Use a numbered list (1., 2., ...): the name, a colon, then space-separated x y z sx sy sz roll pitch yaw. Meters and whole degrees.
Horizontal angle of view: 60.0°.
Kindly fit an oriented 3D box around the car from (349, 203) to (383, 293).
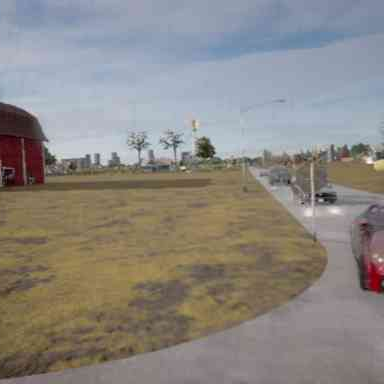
1. car: 4.384 0.943 6.748 1.994 1.385 4.181 -1 4 21

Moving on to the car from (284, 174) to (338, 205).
1. car: 7.151 -0.158 20.078 2.033 1.411 5.357 -2 4 9

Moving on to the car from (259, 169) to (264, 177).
1. car: 13.380 -3.520 61.020 1.812 1.442 4.674 -2 4 9

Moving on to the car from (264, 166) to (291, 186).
1. car: 9.816 -1.900 37.663 2.150 2.045 5.566 -2 5 9
